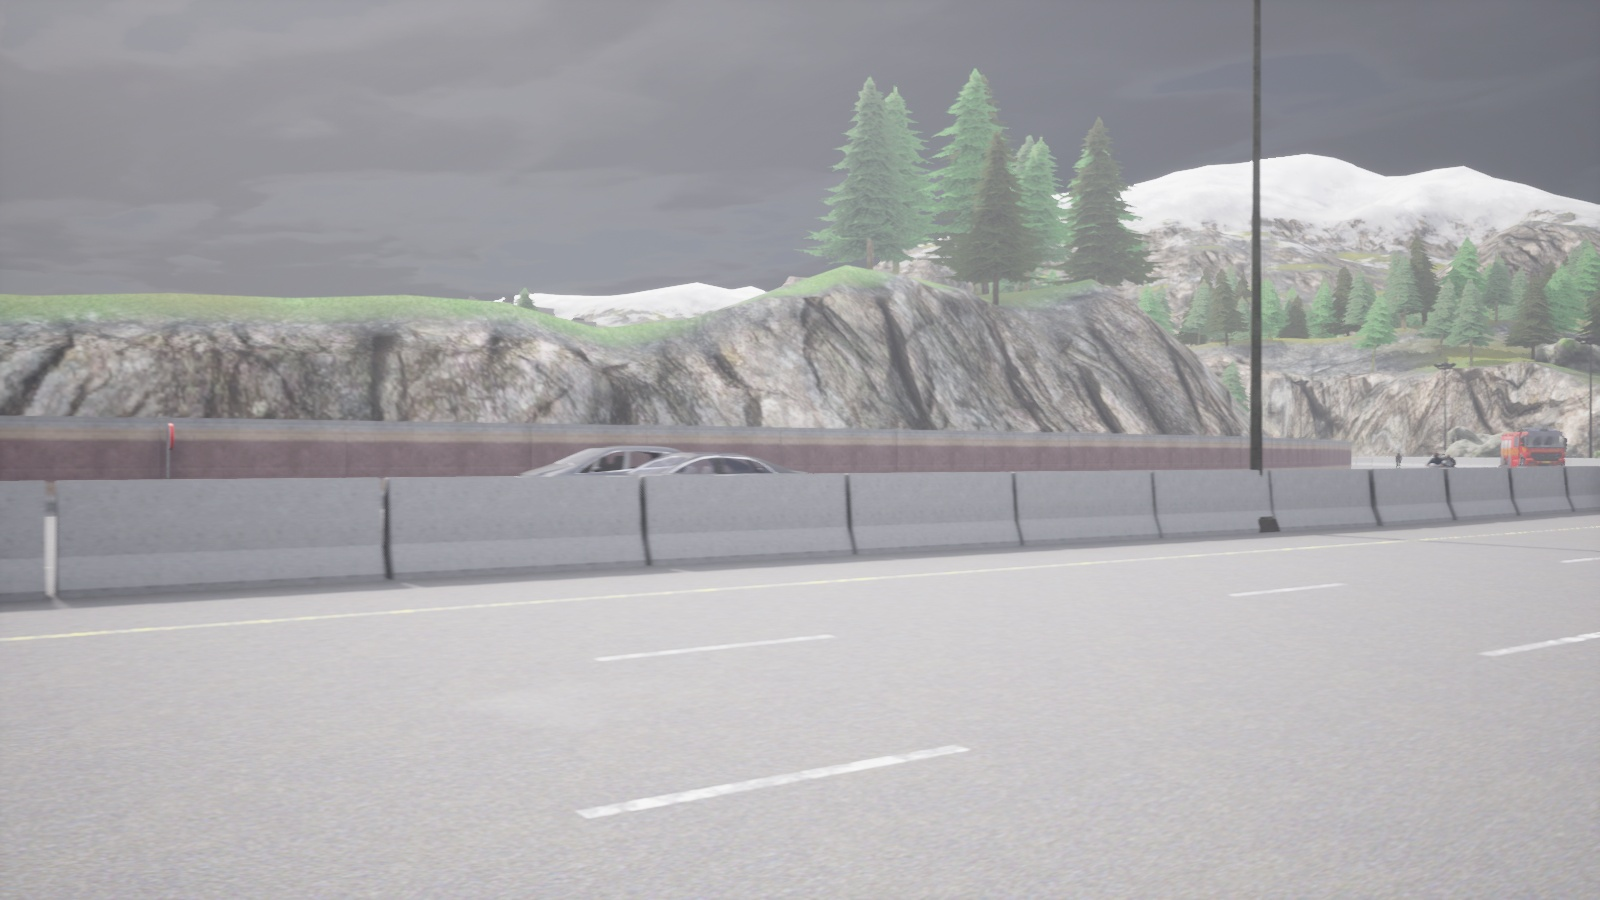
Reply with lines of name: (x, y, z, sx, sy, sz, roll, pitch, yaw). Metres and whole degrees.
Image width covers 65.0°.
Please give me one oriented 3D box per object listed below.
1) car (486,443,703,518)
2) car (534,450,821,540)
car: (-4.890, 0.673, 30.105, 4.611, 1.667, 2.242, 0, 0, -35)
car: (-2.224, 0.763, 23.431, 4.902, 1.511, 2.128, 0, 0, -35)
